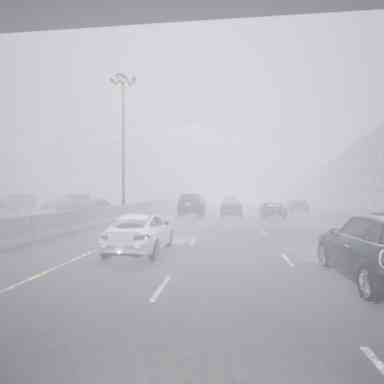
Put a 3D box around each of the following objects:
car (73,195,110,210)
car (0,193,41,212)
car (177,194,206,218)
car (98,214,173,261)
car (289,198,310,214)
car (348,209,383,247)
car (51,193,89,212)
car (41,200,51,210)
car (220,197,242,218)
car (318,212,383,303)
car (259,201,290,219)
[{"bbox_3d":[-10.200,1.441,35.070,1.882,1.535,5.008,0,0,6],"label":"car"},{"bbox_3d":[-20.388,1.179,38.511,2.150,2.045,5.566,0,0,6],"label":"car"},{"bbox_3d":[-0.001,1.190,29.911,2.150,2.045,5.566,0,0,6],"label":"car"},{"bbox_3d":[-1.905,1.513,12.158,1.812,1.442,4.674,0,0,6],"label":"car"},{"bbox_3d":[11.151,1.467,35.445,1.837,1.490,4.892,0,-1,6],"label":"car"},{"bbox_3d":[8.991,1.586,15.304,1.895,1.301,4.718,0,0,6],"label":"car"},{"bbox_3d":[-13.398,1.180,38.037,2.150,2.045,5.566,0,0,6],"label":"car"},{"bbox_3d":[-16.562,1.504,41.242,2.033,1.411,5.357,0,0,6],"label":"car"},{"bbox_3d":[3.542,1.448,30.110,1.882,1.535,5.008,0,-1,6],"label":"car"},{"bbox_3d":[4.714,1.344,8.271,2.097,1.767,4.553,0,0,6],"label":"car"},{"bbox_3d":[6.926,1.572,28.860,1.895,1.301,4.718,0,0,6],"label":"car"}]
